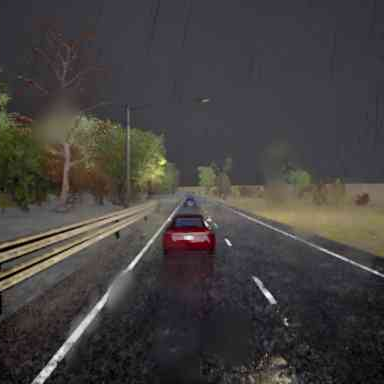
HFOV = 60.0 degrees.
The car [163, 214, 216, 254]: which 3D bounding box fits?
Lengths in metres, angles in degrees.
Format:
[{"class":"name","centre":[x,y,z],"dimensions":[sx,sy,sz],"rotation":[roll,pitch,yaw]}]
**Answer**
[{"class":"car","centre":[-0.114,1.582,13.681],"dimensions":[1.994,1.385,4.181],"rotation":[0,0,0]}]

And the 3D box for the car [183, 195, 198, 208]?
[{"class":"car","centre":[-0.265,1.578,48.410],"dimensions":[1.812,1.442,4.674],"rotation":[0,0,0]}]

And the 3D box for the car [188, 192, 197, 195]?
[{"class":"car","centre":[-0.399,1.404,79.395],"dimensions":[2.097,1.767,4.553],"rotation":[0,0,0]}]
